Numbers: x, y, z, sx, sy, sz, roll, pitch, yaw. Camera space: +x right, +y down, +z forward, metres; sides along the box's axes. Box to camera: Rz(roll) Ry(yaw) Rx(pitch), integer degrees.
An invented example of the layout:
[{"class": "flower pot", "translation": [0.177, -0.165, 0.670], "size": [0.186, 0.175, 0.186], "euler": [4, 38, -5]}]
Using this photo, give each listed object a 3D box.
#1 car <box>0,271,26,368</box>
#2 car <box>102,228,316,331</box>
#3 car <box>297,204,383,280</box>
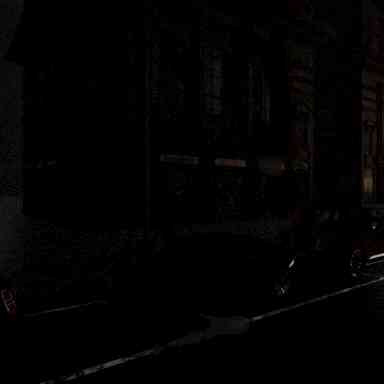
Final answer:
[{"class": "car", "translation": [-4.207, 1.440, 3.646], "size": [4.097, 1.590, 1.967], "euler": [0, 0, -35]}, {"class": "car", "translation": [0.355, 1.566, 6.896], "size": [4.313, 1.339, 1.947], "euler": [0, 0, -35]}, {"class": "car", "translation": [4.919, 1.316, 10.146], "size": [5.009, 1.841, 2.192], "euler": [0, 0, -35]}]
